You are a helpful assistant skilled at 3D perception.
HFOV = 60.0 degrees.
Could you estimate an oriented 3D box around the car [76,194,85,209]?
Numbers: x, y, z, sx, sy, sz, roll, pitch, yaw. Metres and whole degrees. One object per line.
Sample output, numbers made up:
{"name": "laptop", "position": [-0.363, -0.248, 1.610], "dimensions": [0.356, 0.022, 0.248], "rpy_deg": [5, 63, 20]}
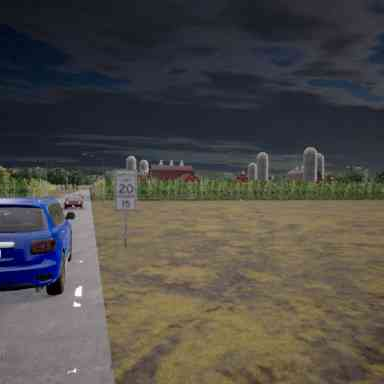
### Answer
{"name": "car", "position": [-13.092, 1.170, 37.055], "dimensions": [1.895, 1.301, 4.718], "rpy_deg": [0, 1, -17]}

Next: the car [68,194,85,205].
{"name": "car", "position": [-16.115, 0.997, 46.659], "dimensions": [2.033, 1.411, 5.357], "rpy_deg": [0, 1, -17]}

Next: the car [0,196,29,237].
{"name": "car", "position": [-9.953, 1.138, 17.135], "dimensions": [2.097, 1.767, 4.553], "rpy_deg": [0, 1, -17]}

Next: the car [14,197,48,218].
{"name": "car", "position": [-13.062, 1.193, 27.217], "dimensions": [1.812, 1.442, 4.674], "rpy_deg": [0, 1, -18]}

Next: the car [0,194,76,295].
{"name": "car", "position": [-4.228, 1.130, 8.280], "dimensions": [2.150, 2.045, 5.566], "rpy_deg": [0, 1, -17]}
